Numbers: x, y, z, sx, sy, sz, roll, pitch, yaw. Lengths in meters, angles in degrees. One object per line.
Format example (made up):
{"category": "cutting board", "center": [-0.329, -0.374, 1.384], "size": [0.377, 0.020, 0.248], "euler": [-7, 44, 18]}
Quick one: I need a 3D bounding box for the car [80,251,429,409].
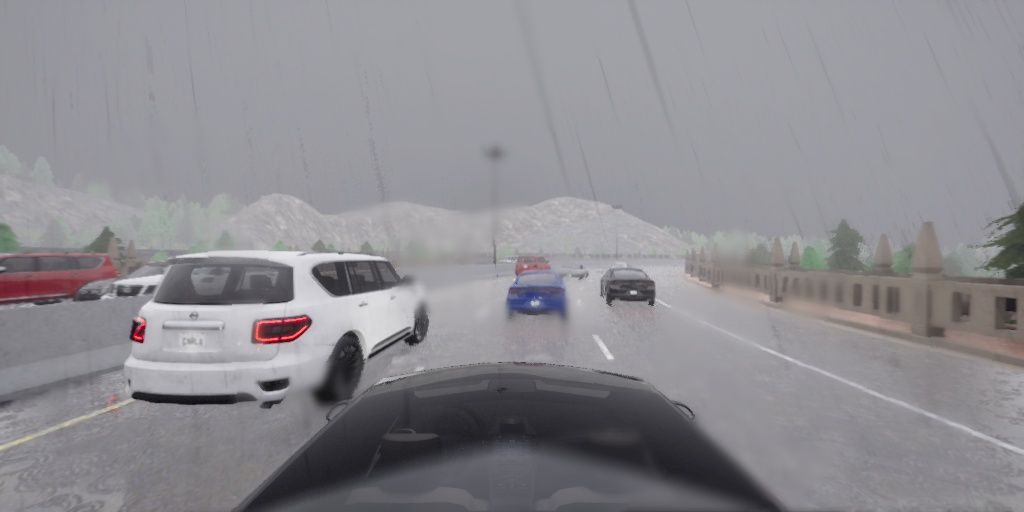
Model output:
{"category": "car", "center": [-3.170, 0.955, 6.379], "size": [2.150, 2.045, 5.566], "euler": [0, 0, 3]}

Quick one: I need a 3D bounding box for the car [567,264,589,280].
{"category": "car", "center": [5.602, 1.366, 31.699], "size": [1.895, 1.301, 4.718], "euler": [0, 0, 20]}

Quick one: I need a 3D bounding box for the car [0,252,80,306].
{"category": "car", "center": [-16.892, 0.887, 12.050], "size": [2.150, 2.045, 5.566], "euler": [0, 0, 6]}

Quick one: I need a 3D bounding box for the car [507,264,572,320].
{"category": "car", "center": [0.992, 1.228, 12.771], "size": [1.882, 1.535, 5.008], "euler": [0, 0, 7]}

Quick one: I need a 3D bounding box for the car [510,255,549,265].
{"category": "car", "center": [1.952, 0.969, 31.846], "size": [2.150, 2.045, 5.566], "euler": [0, 0, 19]}

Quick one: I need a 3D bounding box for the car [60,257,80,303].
{"category": "car", "center": [-13.141, 1.035, 13.679], "size": [2.097, 1.767, 4.553], "euler": [0, 0, 8]}

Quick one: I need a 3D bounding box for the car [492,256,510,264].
{"category": "car", "center": [-0.162, 0.950, 52.764], "size": [2.150, 2.045, 5.566], "euler": [0, 0, 30]}

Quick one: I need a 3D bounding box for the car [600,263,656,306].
{"category": "car", "center": [5.054, 1.246, 16.122], "size": [1.882, 1.535, 5.008], "euler": [0, 0, 10]}

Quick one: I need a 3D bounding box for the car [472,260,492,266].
{"category": "car", "center": [-4.092, 1.275, 52.788], "size": [1.994, 1.385, 4.181], "euler": [0, 0, 29]}
